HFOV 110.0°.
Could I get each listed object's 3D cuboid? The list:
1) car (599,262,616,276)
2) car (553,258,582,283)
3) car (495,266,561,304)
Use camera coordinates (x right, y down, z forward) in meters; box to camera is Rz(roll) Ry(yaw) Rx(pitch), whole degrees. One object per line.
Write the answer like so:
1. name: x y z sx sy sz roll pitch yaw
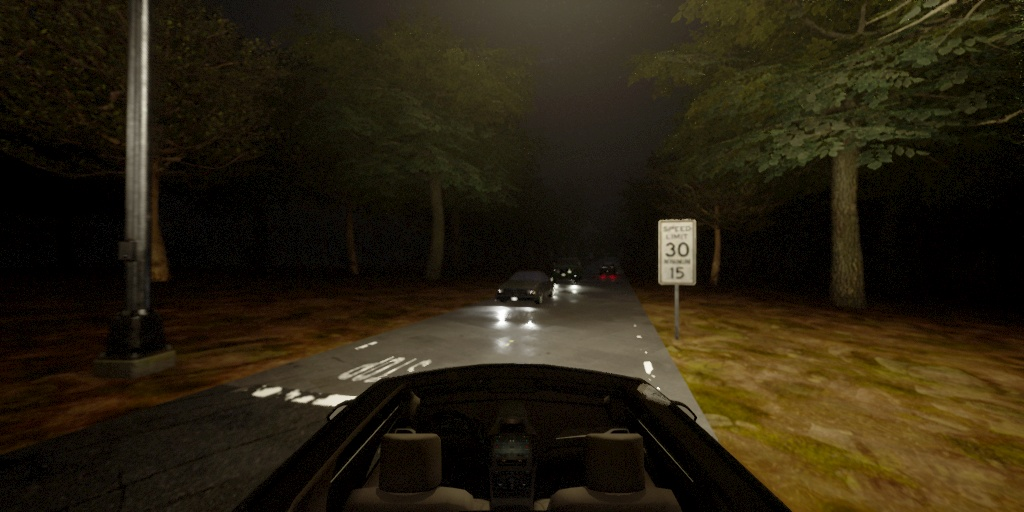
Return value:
1. car: 11.375 1.489 42.451 2.128 1.511 4.902 0 0 16
2. car: 4.922 1.179 31.486 2.150 2.045 5.566 0 0 16
3. car: 0.838 1.412 17.394 2.033 1.411 5.357 0 0 16
